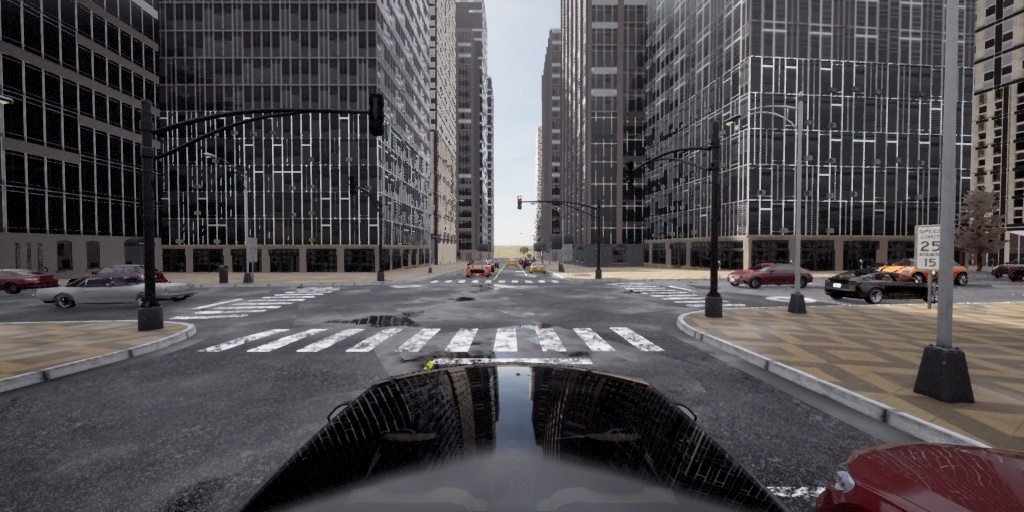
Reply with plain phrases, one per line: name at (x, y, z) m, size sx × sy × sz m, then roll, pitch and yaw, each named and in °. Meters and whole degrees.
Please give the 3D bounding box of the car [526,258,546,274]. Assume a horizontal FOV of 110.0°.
car at (2.806, 1.254, 39.946) m, size 1.751 × 1.417 × 4.829 m, roll 0°, pitch 0°, yaw 0°

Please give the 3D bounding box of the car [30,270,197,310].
car at (-16.580, 1.464, 15.306) m, size 4.718 × 1.301 × 1.895 m, roll 0°, pitch 1°, yaw -7°

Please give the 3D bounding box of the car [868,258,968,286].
car at (25.340, 0.904, 22.359) m, size 4.553 × 1.767 × 2.097 m, roll 0°, pitch 1°, yaw -5°

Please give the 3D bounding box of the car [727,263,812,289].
car at (15.392, 1.135, 21.449) m, size 4.674 × 1.442 × 1.812 m, roll 0°, pitch 1°, yaw -5°

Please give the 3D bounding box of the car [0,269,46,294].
car at (-28.204, 1.390, 20.016) m, size 4.207 × 1.307 × 1.802 m, roll 0°, pitch 0°, yaw -5°

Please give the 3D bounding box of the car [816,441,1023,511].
car at (2.692, 1.333, 0.408) m, size 1.802 × 1.307 × 4.207 m, roll 0°, pitch 0°, yaw 0°

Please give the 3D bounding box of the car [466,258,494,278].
car at (-3.112, 1.085, 34.291) m, size 2.097 × 1.767 × 4.553 m, roll 0°, pitch 0°, yaw 0°

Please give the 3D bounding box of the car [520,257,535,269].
car at (2.710, 1.028, 55.027) m, size 2.192 × 1.841 × 5.009 m, roll 0°, pitch 0°, yaw 0°

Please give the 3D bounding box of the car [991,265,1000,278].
car at (37.693, 0.865, 26.122) m, size 4.097 × 1.591 × 1.967 m, roll 0°, pitch 0°, yaw -5°

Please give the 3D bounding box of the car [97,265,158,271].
car at (-22.578, 1.215, 20.541) m, size 4.097 × 1.591 × 1.967 m, roll 0°, pitch 0°, yaw -5°

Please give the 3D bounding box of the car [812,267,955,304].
car at (16.124, 1.294, 15.706) m, size 4.313 × 1.339 × 1.948 m, roll 0°, pitch 0°, yaw -5°

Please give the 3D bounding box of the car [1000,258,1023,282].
car at (35.349, 0.846, 23.279) m, size 4.553 × 1.767 × 2.097 m, roll 0°, pitch 1°, yaw -5°

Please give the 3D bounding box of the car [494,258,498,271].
car at (-3.115, 1.203, 44.226) m, size 1.882 × 1.535 × 5.008 m, roll 0°, pitch 0°, yaw 0°

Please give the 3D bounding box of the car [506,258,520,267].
car at (-0.025, 1.178, 65.005) m, size 1.882 × 1.535 × 5.008 m, roll 0°, pitch 0°, yaw 0°
